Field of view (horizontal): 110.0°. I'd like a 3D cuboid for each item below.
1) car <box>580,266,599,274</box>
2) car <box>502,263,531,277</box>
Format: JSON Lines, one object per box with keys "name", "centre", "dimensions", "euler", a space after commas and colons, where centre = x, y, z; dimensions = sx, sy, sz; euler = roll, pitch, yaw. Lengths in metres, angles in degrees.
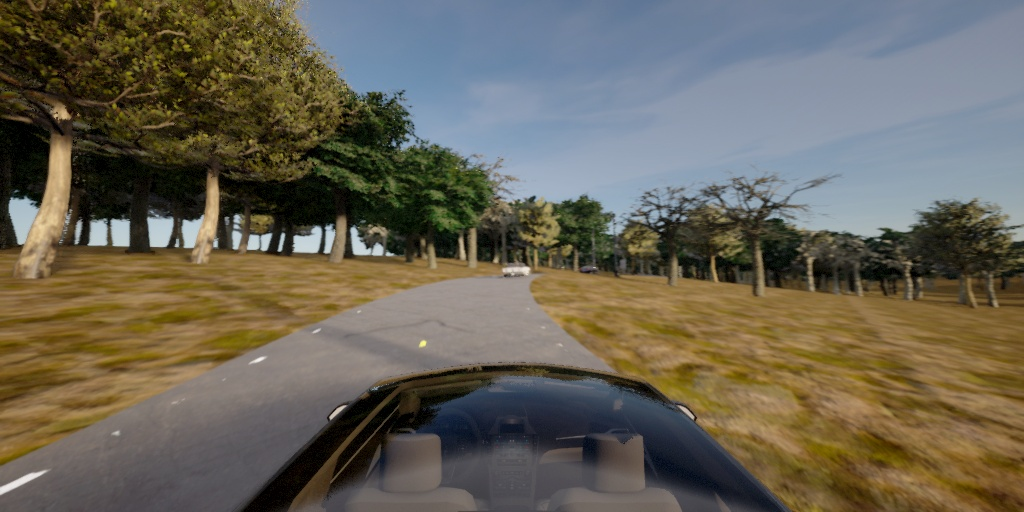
{"name": "car", "centre": [13.285, 2.519, 61.464], "dimensions": [2.163, 1.488, 4.792], "euler": [-5, -7, 35]}
{"name": "car", "centre": [0.520, 1.298, 32.960], "dimensions": [1.895, 1.301, 4.718], "euler": [-2, -1, 12]}
